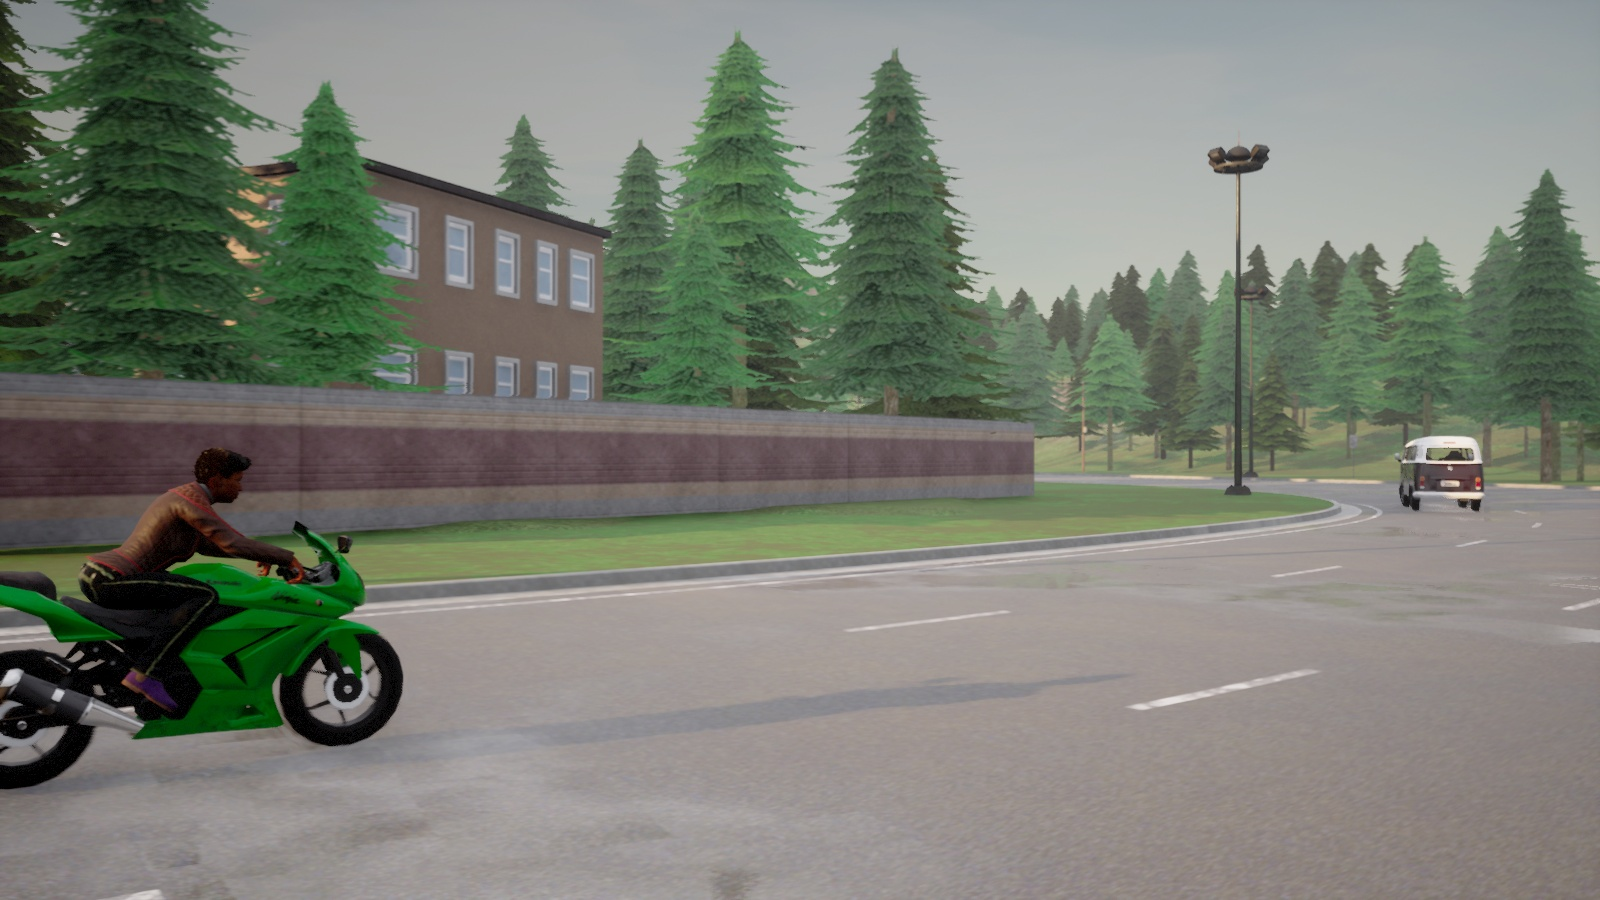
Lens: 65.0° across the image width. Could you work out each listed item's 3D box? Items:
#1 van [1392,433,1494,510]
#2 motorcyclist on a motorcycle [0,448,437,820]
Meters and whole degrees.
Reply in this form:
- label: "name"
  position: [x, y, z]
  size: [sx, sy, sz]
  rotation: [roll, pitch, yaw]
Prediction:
- label: "van"
  position: [18.190, 0.561, 35.731]
  size: [2.069, 2.038, 4.480]
  rotation: [0, 0, 20]
- label: "motorcyclist on a motorcycle"
  position: [-2.857, 0.756, 5.933]
  size: [2.044, 1.523, 0.797]
  rotation: [0, -1, -36]
